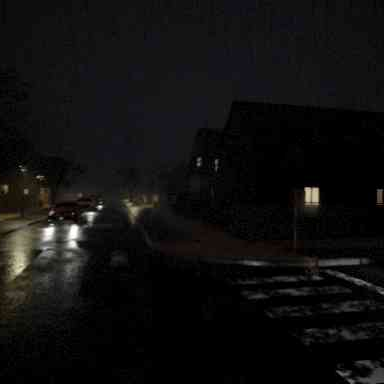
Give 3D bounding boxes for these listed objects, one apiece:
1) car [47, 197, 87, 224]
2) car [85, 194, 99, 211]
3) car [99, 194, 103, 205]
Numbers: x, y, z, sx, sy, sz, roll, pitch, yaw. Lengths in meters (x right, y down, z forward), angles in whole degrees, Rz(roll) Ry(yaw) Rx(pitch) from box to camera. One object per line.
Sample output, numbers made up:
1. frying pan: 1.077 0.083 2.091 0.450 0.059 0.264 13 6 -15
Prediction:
1. car: -8.570 1.332 22.805 1.812 1.442 4.674 1 0 -13
2. car: -11.549 1.242 36.215 1.882 1.535 5.008 1 0 -13
3. car: -14.885 1.135 51.608 2.097 1.767 4.553 1 0 -13
